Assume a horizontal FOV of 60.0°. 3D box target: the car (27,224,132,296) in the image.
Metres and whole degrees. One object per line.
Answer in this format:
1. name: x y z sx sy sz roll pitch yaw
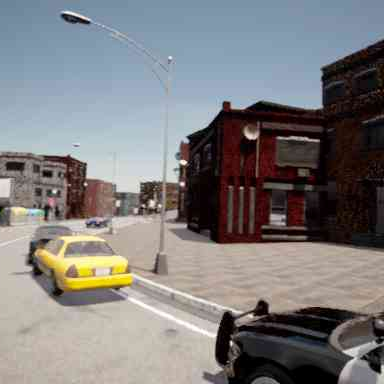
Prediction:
1. car: -3.570 1.970 10.135 1.801 1.575 5.366 4 -4 -34

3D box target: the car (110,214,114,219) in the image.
1. car: -16.469 5.023 65.247 2.128 1.511 4.902 2 -4 -2

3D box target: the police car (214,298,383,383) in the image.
1. police car: 2.513 1.680 2.964 5.238 1.638 1.930 -2 -5 43

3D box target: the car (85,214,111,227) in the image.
1. car: -11.999 3.859 42.256 1.895 1.301 4.718 2 -4 -2
